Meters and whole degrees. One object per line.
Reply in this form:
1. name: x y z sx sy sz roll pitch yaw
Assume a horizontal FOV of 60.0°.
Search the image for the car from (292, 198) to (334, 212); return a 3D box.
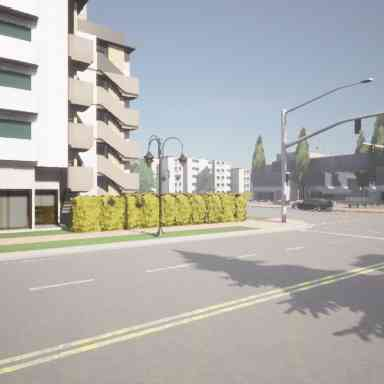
1. car: 14.041 1.505 38.970 1.837 1.490 4.892 0 0 -37
